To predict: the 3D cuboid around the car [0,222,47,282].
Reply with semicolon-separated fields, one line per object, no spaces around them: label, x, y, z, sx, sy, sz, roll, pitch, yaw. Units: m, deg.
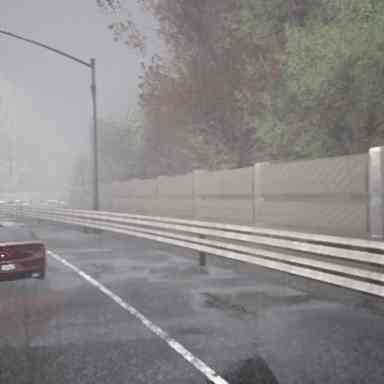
car;-5.630;1.626;9.779;1.882;1.535;5.008;-1;0;-34
